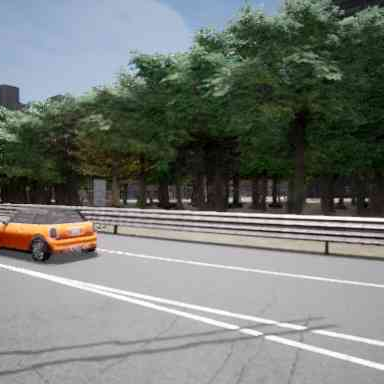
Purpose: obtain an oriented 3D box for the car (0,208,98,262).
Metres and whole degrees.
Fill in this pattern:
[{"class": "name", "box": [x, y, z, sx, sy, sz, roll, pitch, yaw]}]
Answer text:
[{"class": "car", "box": [-5.636, 1.355, 12.297, 4.553, 1.767, 2.097, 0, 0, 34]}]
